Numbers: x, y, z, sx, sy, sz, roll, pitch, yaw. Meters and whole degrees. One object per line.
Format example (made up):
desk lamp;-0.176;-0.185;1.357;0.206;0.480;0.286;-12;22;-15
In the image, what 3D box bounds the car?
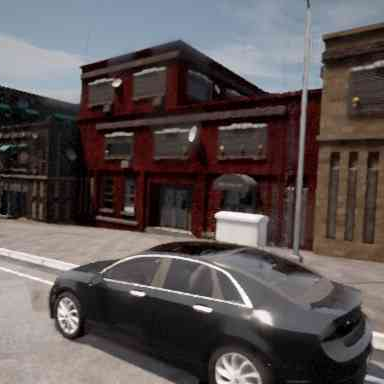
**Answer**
car;-0.151;1.489;4.871;4.892;1.490;1.837;1;0;36
